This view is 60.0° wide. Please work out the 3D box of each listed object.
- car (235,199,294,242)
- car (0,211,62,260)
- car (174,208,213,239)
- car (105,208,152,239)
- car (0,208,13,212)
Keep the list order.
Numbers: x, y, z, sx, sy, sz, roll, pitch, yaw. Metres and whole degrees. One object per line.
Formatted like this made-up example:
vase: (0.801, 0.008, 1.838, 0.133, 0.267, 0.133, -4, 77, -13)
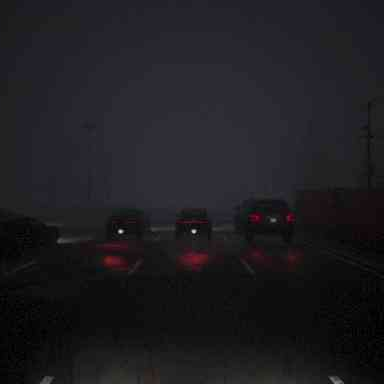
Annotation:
car: (3.590, 1.357, 17.342, 2.150, 2.045, 5.566, 0, 0, 0)
car: (-6.908, 1.648, 12.807, 2.033, 1.411, 5.357, 0, 0, 0)
car: (0.089, 1.648, 18.350, 1.837, 1.490, 4.892, 0, 0, 0)
car: (-3.411, 1.648, 18.328, 1.837, 1.490, 4.892, 0, 0, 0)
car: (-10.673, 1.634, 18.243, 2.128, 1.511, 4.902, 0, 0, -4)
